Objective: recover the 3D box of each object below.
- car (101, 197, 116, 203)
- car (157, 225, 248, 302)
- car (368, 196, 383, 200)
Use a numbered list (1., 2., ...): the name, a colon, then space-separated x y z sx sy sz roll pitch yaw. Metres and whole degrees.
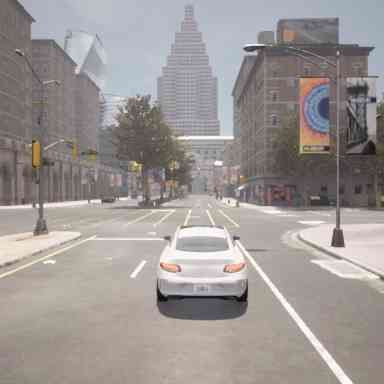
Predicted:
1. car: -16.892 1.595 67.190 1.895 1.301 4.718 0 0 1
2. car: 0.240 1.526 8.163 1.812 1.442 4.674 0 0 1
3. car: 35.820 1.481 67.513 2.231 1.521 4.892 0 0 1
